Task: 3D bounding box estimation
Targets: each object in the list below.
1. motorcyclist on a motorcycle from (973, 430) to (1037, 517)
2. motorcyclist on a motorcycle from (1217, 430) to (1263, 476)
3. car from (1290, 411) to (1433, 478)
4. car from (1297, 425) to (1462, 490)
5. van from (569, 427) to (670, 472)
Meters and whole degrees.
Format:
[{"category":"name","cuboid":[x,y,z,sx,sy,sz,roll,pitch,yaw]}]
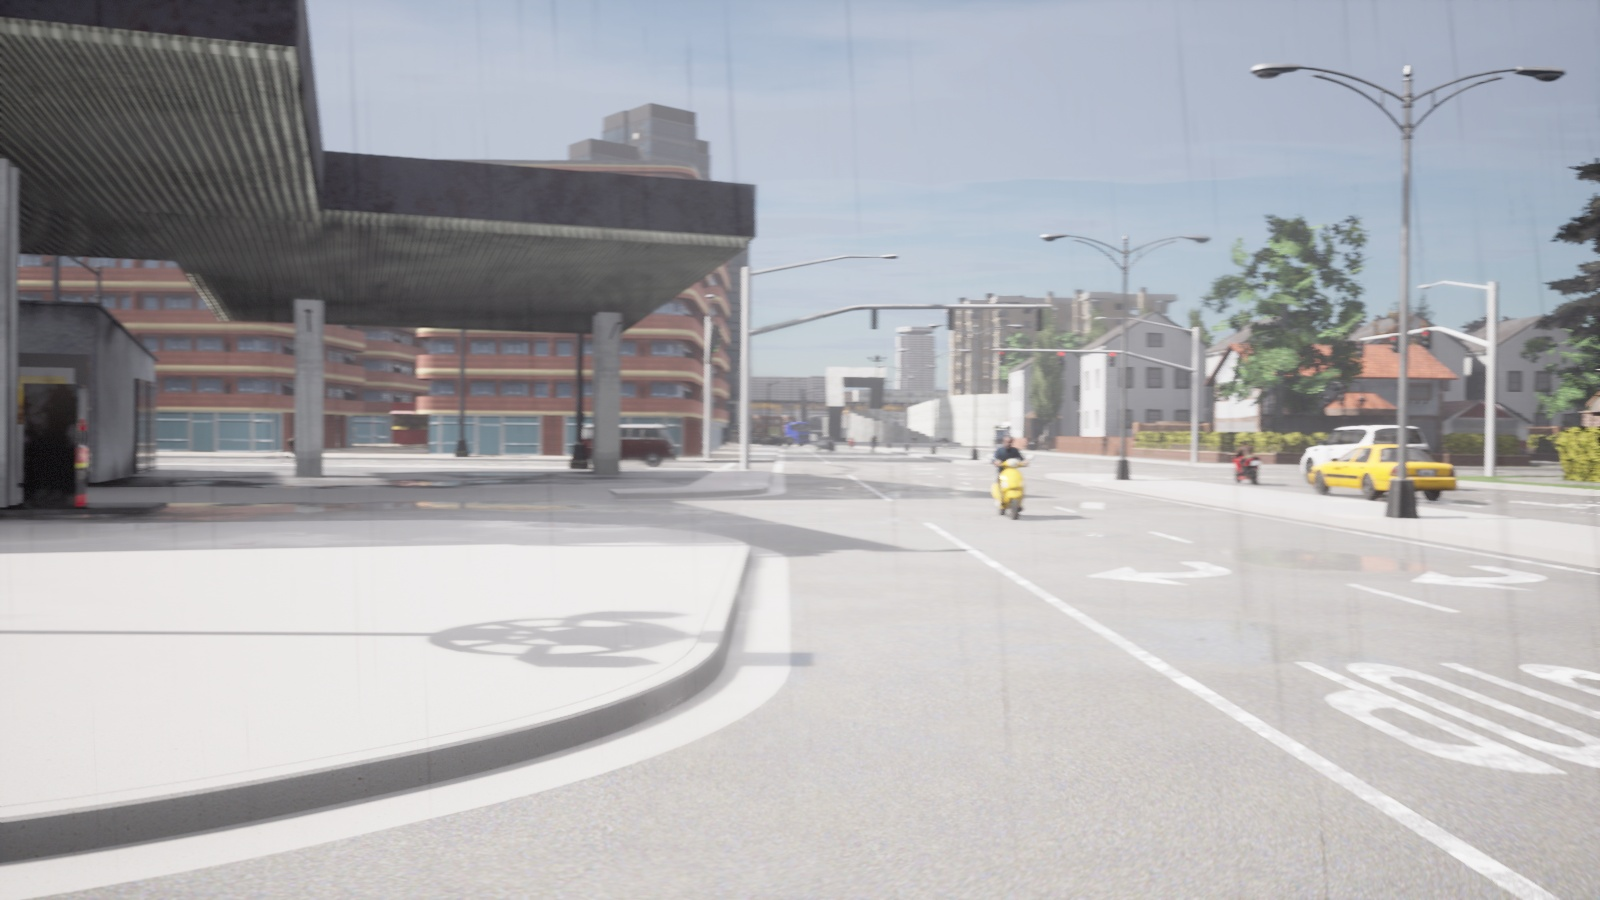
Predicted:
[{"category":"motorcyclist on a motorcycle","cuboid":[3.889,0.424,23.980,0.866,1.590,1.817,-1,1,-1]},{"category":"motorcyclist on a motorcycle","cuboid":[15.019,0.093,42.939,0.797,1.523,2.044,-1,1,-1]},{"category":"car","cuboid":[18.538,-0.199,41.813,2.150,2.045,5.566,-1,1,-1]},{"category":"car","cuboid":[15.207,0.159,33.342,1.801,1.575,5.366,-1,1,-1]},{"category":"van","cuboid":[-8.320,-0.032,58.204,4.442,1.987,1.775,-1,1,-2]}]
